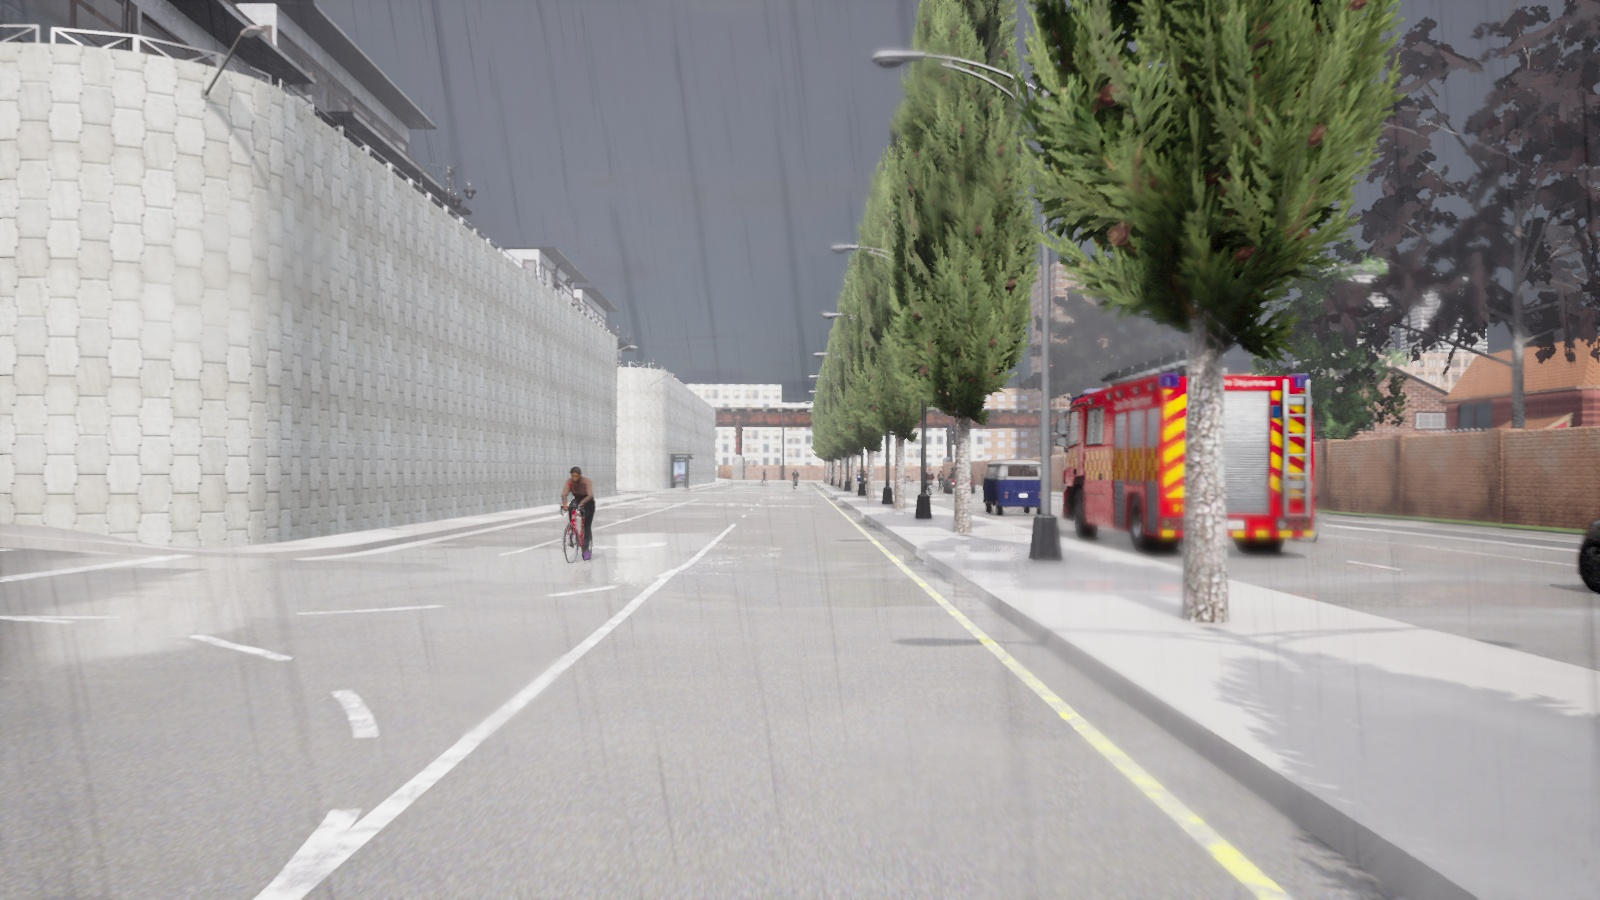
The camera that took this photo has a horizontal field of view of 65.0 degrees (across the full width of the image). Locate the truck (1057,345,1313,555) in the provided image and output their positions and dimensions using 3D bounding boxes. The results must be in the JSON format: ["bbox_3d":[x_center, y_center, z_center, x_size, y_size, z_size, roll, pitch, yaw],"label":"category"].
[{"bbox_3d":[7.902,0.071,27.208,2.891,3.827,8.468,0,-1,0],"label":"truck"}]

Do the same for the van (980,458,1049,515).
[{"bbox_3d":[7.843,1.305,46.236,1.775,1.987,4.442,0,-1,0],"label":"van"}]

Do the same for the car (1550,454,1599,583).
[{"bbox_3d":[11.447,0.862,14.959,2.242,1.667,4.611,0,-1,0],"label":"car"}]

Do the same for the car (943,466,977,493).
[{"bbox_3d":[11.205,2.036,88.314,1.905,1.878,3.866,0,-1,0],"label":"car"}]

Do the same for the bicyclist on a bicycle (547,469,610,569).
[{"bbox_3d":[-3.755,1.138,21.386,0.582,1.620,1.656,-1,-1,6],"label":"bicyclist on a bicycle"}]
